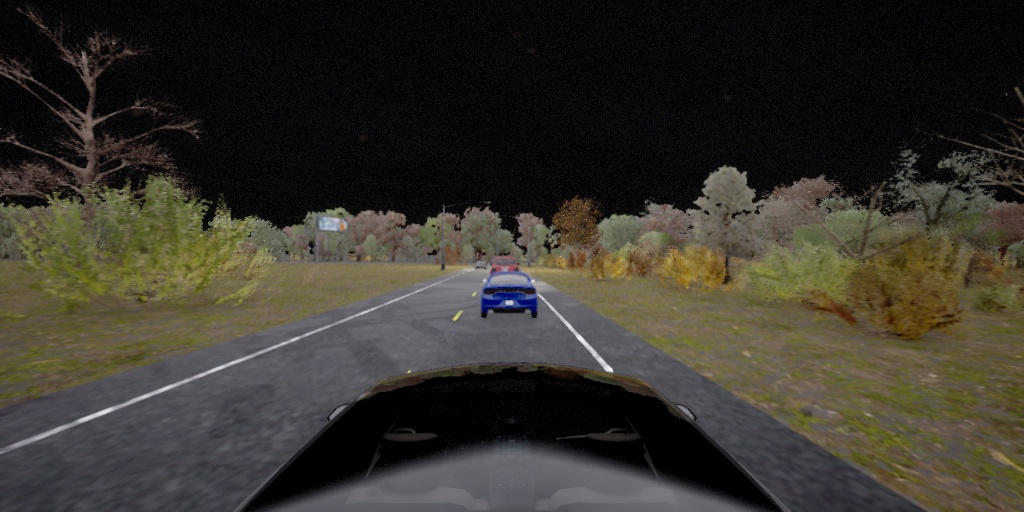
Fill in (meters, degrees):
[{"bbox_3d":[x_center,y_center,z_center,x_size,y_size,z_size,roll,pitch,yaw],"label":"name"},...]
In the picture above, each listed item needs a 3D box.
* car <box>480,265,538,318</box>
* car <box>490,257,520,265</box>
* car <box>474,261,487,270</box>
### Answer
[{"bbox_3d":[-0.117,1.291,13.445,1.882,1.535,5.008,0,0,-1],"label":"car"},{"bbox_3d":[-0.542,1.109,28.236,2.150,2.045,5.566,0,0,-1],"label":"car"},{"bbox_3d":[-5.086,1.529,58.687,1.837,1.490,4.892,0,0,-1],"label":"car"}]
